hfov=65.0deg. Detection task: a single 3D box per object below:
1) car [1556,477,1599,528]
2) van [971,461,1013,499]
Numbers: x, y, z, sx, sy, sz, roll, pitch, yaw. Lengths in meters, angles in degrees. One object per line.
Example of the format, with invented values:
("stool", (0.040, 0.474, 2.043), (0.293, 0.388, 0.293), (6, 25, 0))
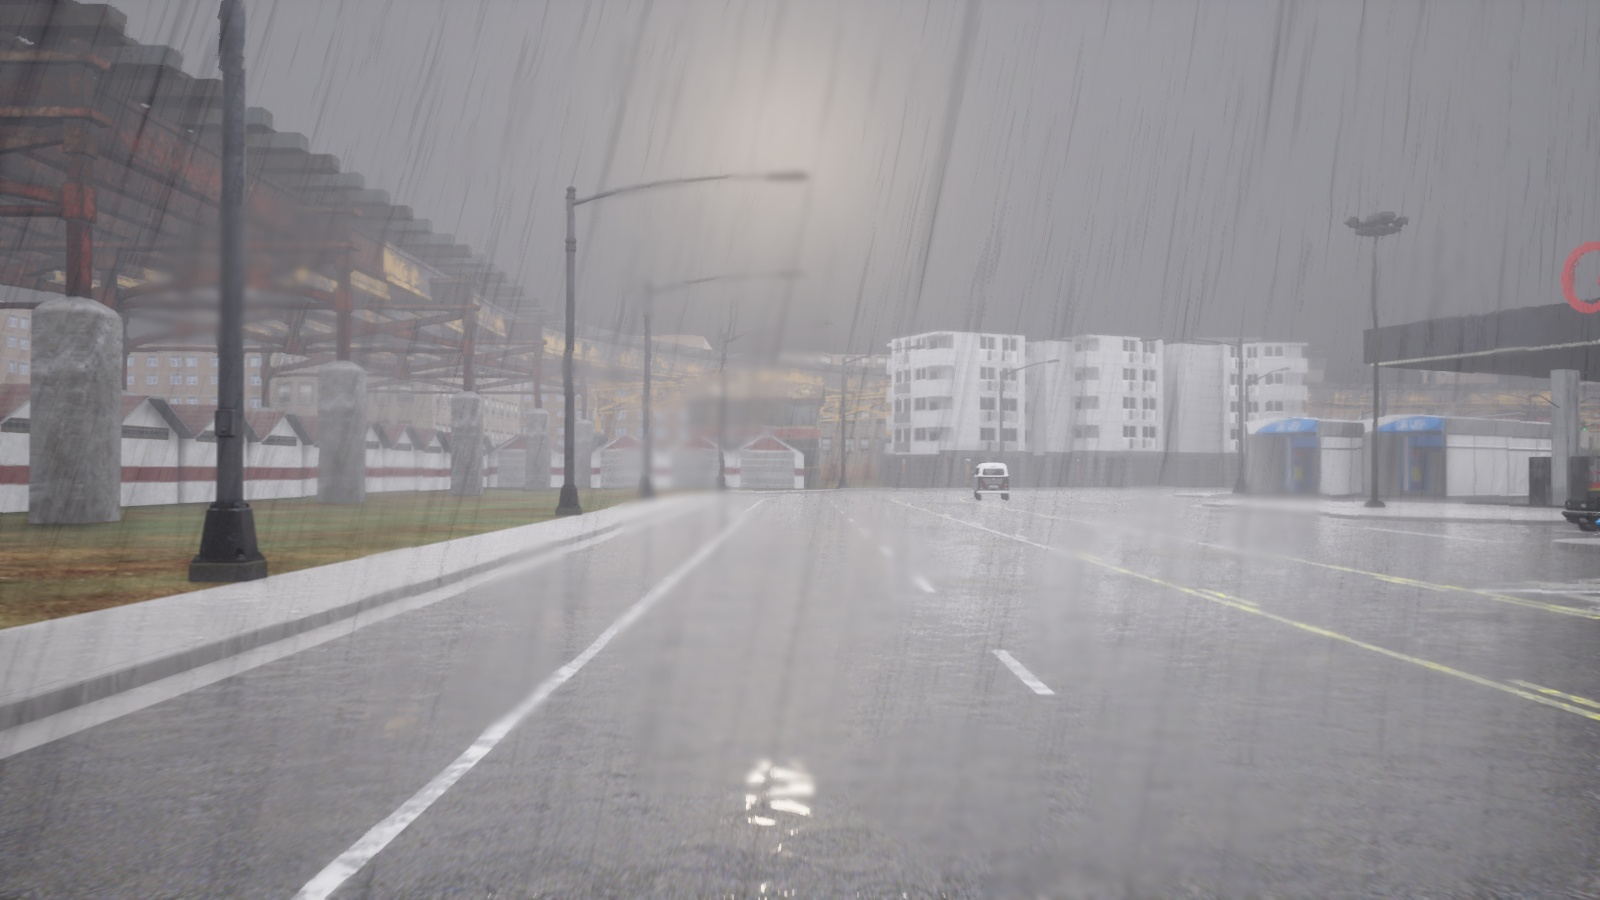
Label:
("car", (23.100, 1.380, 33.489), (4.718, 1.301, 1.895), (0, -1, 0))
("van", (10.661, 1.660, 70.017), (2.069, 2.038, 4.480), (-1, -1, 5))
